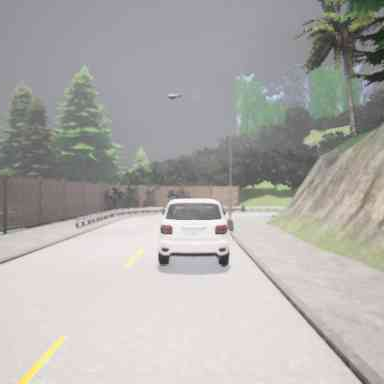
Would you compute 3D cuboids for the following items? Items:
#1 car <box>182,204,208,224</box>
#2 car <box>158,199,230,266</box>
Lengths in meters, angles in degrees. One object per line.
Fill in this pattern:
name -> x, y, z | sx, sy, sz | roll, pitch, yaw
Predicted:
car -> 0.323, 1.727, 27.168 | 1.895, 1.301, 4.718 | 0, 0, 4
car -> 0.063, 1.272, 11.907 | 2.150, 2.045, 5.566 | 0, -1, 0
